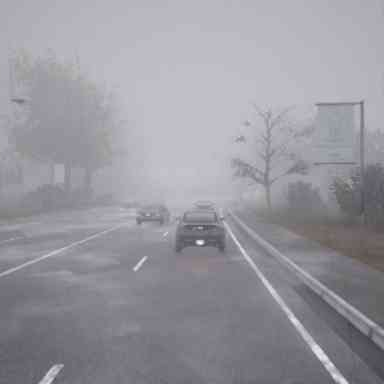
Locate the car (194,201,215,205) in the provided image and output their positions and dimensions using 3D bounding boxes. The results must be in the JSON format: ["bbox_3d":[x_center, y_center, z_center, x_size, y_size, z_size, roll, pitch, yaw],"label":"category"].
[{"bbox_3d":[1.139,1.516,30.644,1.812,1.442,4.674,0,0,4],"label":"car"}]

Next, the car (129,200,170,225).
[{"bbox_3d":[-2.748,1.537,24.211,2.033,1.411,5.357,0,0,3],"label":"car"}]

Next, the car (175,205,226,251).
[{"bbox_3d":[0.354,1.500,14.007,1.837,1.490,4.892,0,0,2],"label":"car"}]

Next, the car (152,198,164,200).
[{"bbox_3d":[-4.805,1.528,46.723,2.033,1.411,5.357,0,0,6],"label":"car"}]

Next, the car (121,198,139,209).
[{"bbox_3d":[-8.380,1.504,45.907,1.812,1.442,4.674,0,0,6],"label":"car"}]
